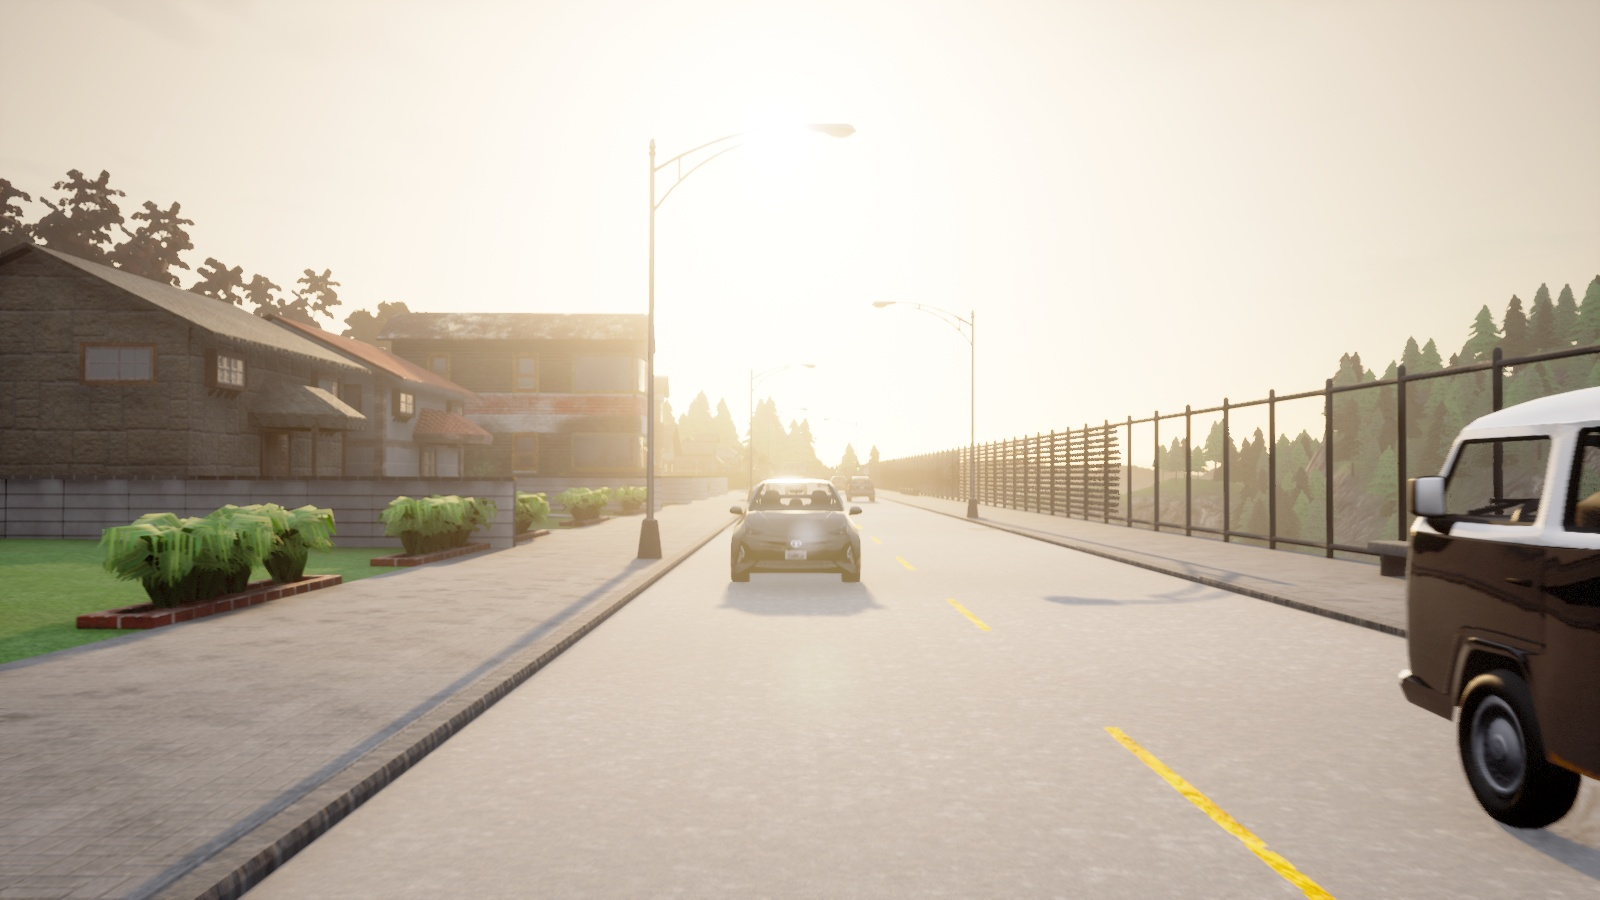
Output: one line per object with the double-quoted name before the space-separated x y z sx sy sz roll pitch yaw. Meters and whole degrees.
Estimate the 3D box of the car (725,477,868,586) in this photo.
"car" -0.055 1.188 19.830 2.007 1.525 4.514 0 -1 0

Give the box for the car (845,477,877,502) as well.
"car" 3.778 2.445 78.624 1.789 1.549 3.705 0 -1 0

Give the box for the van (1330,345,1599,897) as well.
"van" 3.987 0.629 4.712 2.069 2.038 4.480 0 -1 0
